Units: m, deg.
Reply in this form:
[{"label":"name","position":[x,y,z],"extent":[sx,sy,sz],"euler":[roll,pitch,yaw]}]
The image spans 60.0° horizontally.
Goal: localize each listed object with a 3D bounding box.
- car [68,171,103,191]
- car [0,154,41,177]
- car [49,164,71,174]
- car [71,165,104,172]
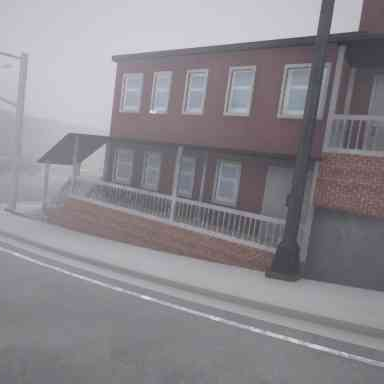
[{"label":"car","position":[-7.901,-0.714,29.466],"extent":[2.033,1.411,5.357],"euler":[11,7,35]},{"label":"car","position":[-18.020,-2.754,33.393],"extent":[2.150,2.045,5.566],"euler":[11,7,36]},{"label":"car","position":[-15.851,-3.031,42.393],"extent":[1.837,1.490,4.892],"euler":[11,7,35]},{"label":"car","position":[-12.080,-2.495,41.709],"extent":[1.882,1.535,5.008],"euler":[11,7,35]}]
